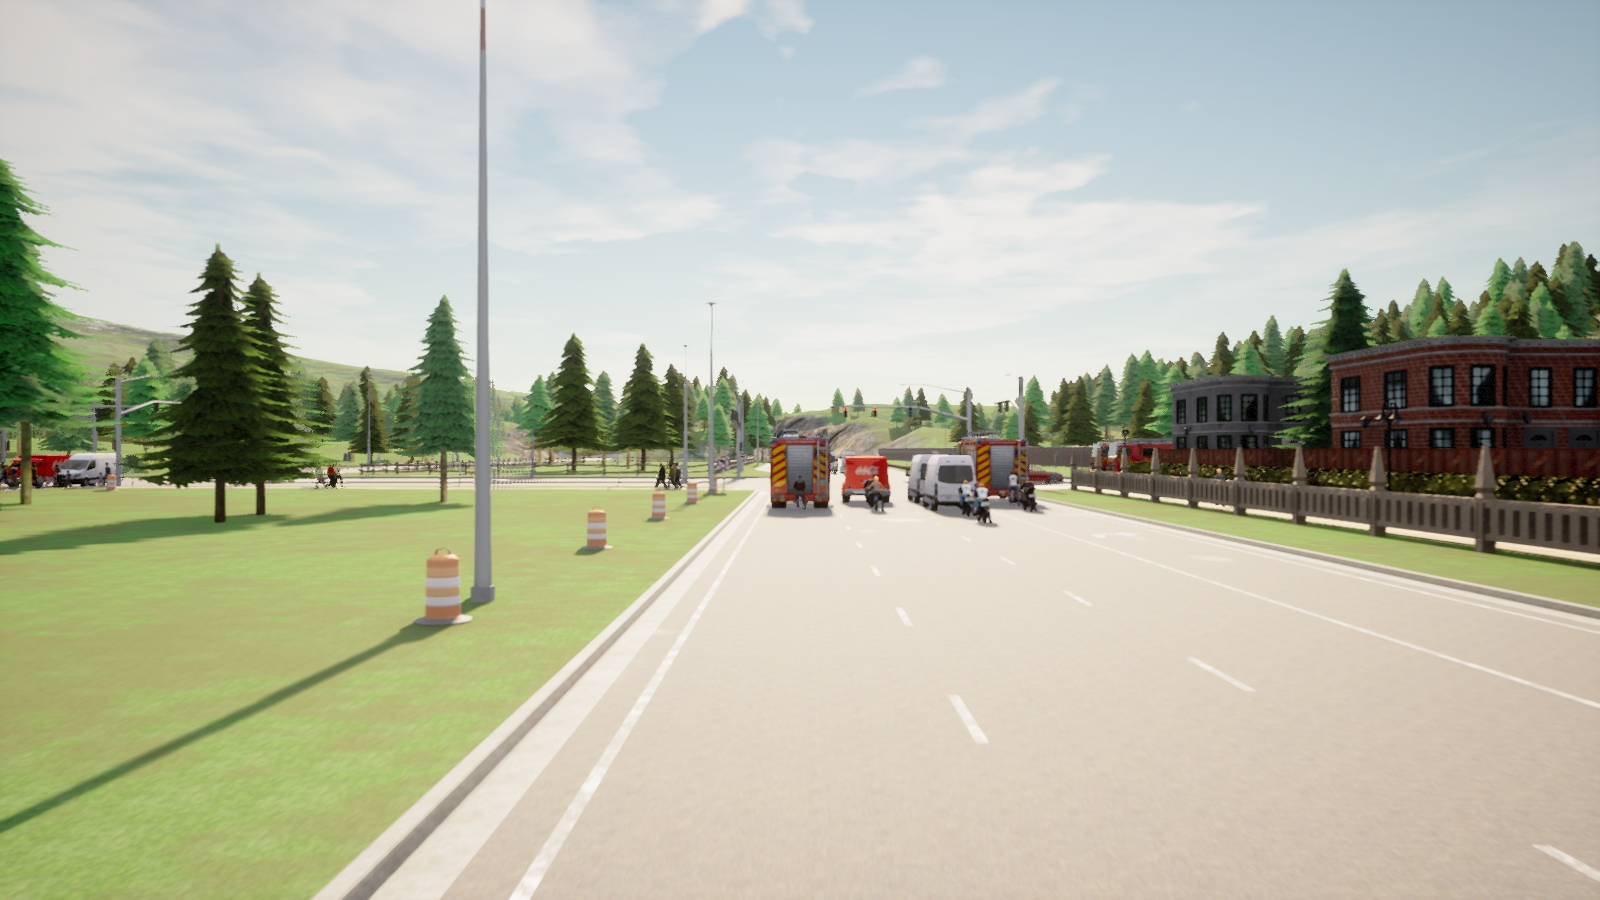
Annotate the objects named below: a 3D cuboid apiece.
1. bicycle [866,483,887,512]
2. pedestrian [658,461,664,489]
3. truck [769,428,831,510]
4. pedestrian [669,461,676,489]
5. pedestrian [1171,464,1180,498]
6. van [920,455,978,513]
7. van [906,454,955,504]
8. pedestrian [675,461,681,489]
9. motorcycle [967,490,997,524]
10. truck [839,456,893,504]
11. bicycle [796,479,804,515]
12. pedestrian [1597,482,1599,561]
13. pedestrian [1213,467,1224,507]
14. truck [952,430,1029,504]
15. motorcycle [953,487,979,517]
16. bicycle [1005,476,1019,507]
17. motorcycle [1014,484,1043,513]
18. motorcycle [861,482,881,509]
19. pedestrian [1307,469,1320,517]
[{"bbox_3d":[3.481,2.158,52.186,0.859,1.277,1.487,0,0,0],"label":"bicycle"},{"bbox_3d":[-9.392,1.696,77.241,0.375,1.860,0.375,0,0,4],"label":"pedestrian"},{"bbox_3d":[-0.006,0.891,57.768,2.891,3.827,8.468,0,0,0],"label":"truck"},{"bbox_3d":[-8.548,1.696,76.586,0.375,1.860,0.375,0,0,6],"label":"pedestrian"},{"bbox_3d":[20.491,1.699,62.405,0.375,1.860,0.375,0,0,-1],"label":"pedestrian"},{"bbox_3d":[6.994,1.534,54.208,1.988,2.561,5.915,0,0,0],"label":"van"},{"bbox_3d":[6.996,1.534,61.969,1.988,2.561,5.915,0,0,0],"label":"van"},{"bbox_3d":[-8.254,1.696,77.195,0.375,1.860,0.375,0,0,3],"label":"pedestrian"},{"bbox_3d":[6.999,2.186,44.022,0.803,1.199,2.033,0,0,0],"label":"motorcycle"},{"bbox_3d":[3.507,1.568,61.917,2.627,2.467,5.204,0,0,0],"label":"truck"},{"bbox_3d":[-0.007,2.059,50.321,0.329,1.471,1.835,0,1,0],"label":"bicycle"},{"bbox_3d":[19.198,1.697,27.073,0.375,1.860,0.375,0,0,0],"label":"pedestrian"},{"bbox_3d":[19.299,1.696,52.681,0.375,1.860,0.375,0,0,0],"label":"pedestrian"},{"bbox_3d":[10.494,0.891,63.845,2.891,3.827,8.468,0,0,0],"label":"truck"},{"bbox_3d":[6.999,2.186,48.210,0.803,1.199,2.033,0,0,0],"label":"motorcycle"},{"bbox_3d":[10.499,2.056,56.566,0.373,1.496,1.643,0,0,0],"label":"bicycle"},{"bbox_3d":[10.499,2.205,52.605,0.867,1.251,2.209,0,0,0],"label":"motorcycle"},{"bbox_3d":[3.490,2.205,56.123,0.867,1.251,2.209,0,0,0],"label":"motorcycle"},{"bbox_3d":[20.345,1.696,45.278,0.375,1.860,0.375,0,0,1],"label":"pedestrian"}]
